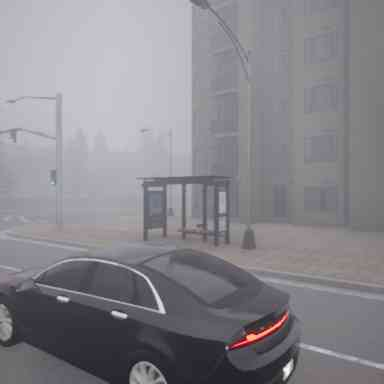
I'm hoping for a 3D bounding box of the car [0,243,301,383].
[{"bbox_3d":[-1.020,1.507,4.710,4.892,1.490,1.837,0,0,35],"label":"car"}]
